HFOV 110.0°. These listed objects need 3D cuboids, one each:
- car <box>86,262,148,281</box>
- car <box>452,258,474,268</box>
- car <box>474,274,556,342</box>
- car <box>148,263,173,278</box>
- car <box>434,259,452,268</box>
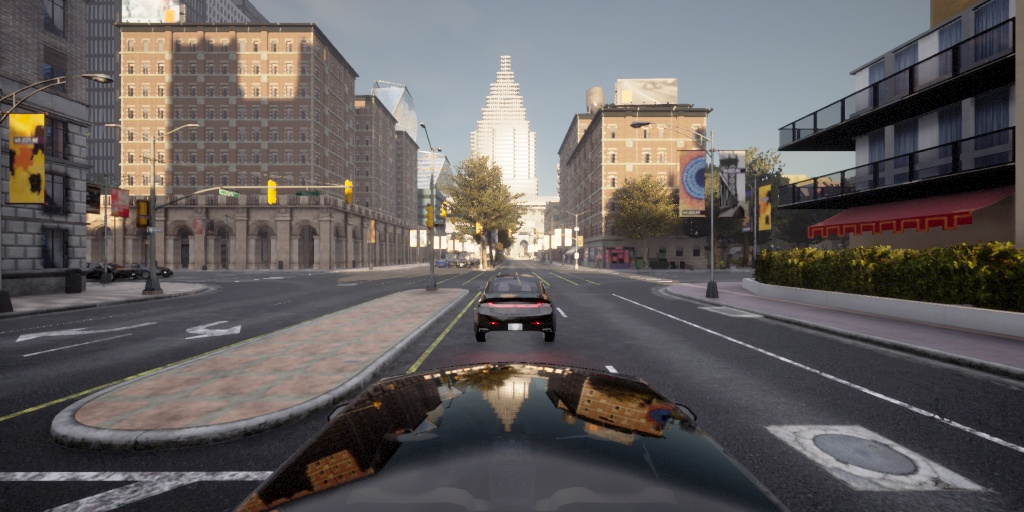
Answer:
[{"bbox_3d":[-33.345,1.228,29.200,5.008,1.535,1.882,0,0,0],"label":"car"},{"bbox_3d":[-8.052,1.241,59.593,2.128,1.511,4.902,0,0,0],"label":"car"},{"bbox_3d":[0.080,1.242,9.776,2.128,1.511,4.902,0,0,0],"label":"car"},{"bbox_3d":[-33.633,1.314,32.693,4.181,1.385,1.994,0,0,-1],"label":"car"},{"bbox_3d":[-11.549,1.227,60.008,1.882,1.535,5.008,0,0,0],"label":"car"}]
